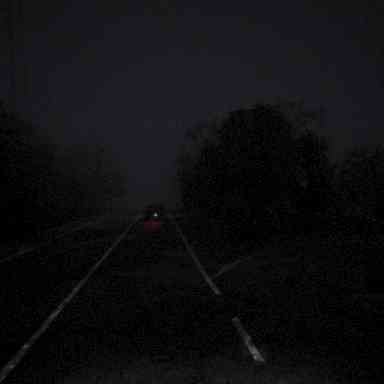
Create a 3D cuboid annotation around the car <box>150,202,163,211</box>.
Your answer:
[{"bbox_3d":[-5.381,2.199,50.511,1.895,1.301,4.718,0,-2,-6],"label":"car"}]

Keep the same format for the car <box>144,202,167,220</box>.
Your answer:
[{"bbox_3d":[-3.438,1.773,31.554,1.837,1.490,4.892,0,0,-6],"label":"car"}]

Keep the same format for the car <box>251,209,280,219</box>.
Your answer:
[{"bbox_3d":[5.993,1.918,32.271,4.718,1.301,1.895,0,-5,37],"label":"car"}]
